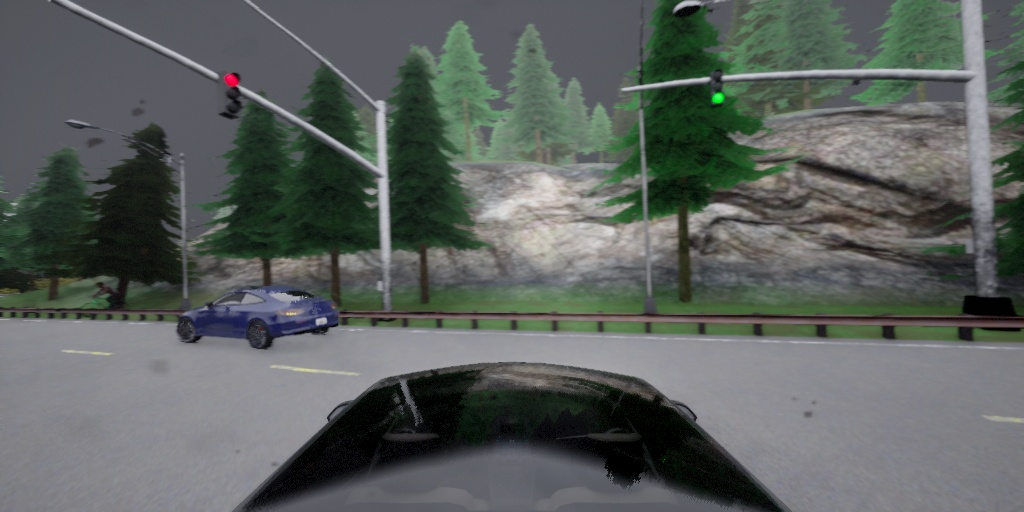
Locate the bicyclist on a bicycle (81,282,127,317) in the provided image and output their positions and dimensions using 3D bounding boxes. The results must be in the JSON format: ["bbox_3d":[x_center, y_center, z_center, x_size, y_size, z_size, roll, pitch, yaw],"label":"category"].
[{"bbox_3d":[-19.901,2.094,17.517,0.582,1.620,1.656,-2,-1,18],"label":"bicyclist on a bicycle"}]

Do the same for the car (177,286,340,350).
[{"bbox_3d":[-6.861,1.549,9.749,4.674,1.442,1.812,-3,-1,22],"label":"car"}]
